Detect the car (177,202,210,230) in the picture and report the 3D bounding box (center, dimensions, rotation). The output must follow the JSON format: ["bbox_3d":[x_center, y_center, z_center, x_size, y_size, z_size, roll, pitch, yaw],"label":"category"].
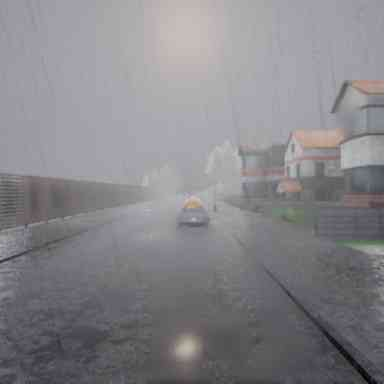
[{"bbox_3d":[0.096,1.529,20.864,1.994,1.385,4.181,0,0,0],"label":"car"}]

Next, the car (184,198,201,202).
[{"bbox_3d":[0.090,1.410,39.751,1.882,1.535,5.008,0,0,0],"label":"car"}]
